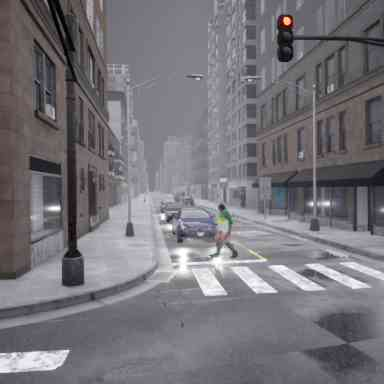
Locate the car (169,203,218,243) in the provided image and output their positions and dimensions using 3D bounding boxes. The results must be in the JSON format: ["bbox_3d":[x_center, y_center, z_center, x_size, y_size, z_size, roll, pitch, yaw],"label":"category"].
[{"bbox_3d":[0.056,1.476,16.092,1.812,1.442,4.674,-1,0,-7],"label":"car"}]

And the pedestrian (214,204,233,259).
[{"bbox_3d":[1.033,1.254,10.959,0.375,1.860,0.375,-1,1,-7],"label":"pedestrian"}]

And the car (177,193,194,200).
[{"bbox_3d":[-0.796,1.321,47.788,1.837,1.490,4.892,-1,1,-7],"label":"car"}]

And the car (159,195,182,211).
[{"bbox_3d":[-2.446,1.419,35.639,1.812,1.442,4.674,-1,0,-7],"label":"car"}]

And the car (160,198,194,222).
[{"bbox_3d":[-1.172,1.471,25.648,2.033,1.411,5.357,-1,0,-7],"label":"car"}]

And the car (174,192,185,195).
[{"bbox_3d":[-2.233,0.996,58.931,2.150,2.045,5.566,-1,0,-7],"label":"car"}]
